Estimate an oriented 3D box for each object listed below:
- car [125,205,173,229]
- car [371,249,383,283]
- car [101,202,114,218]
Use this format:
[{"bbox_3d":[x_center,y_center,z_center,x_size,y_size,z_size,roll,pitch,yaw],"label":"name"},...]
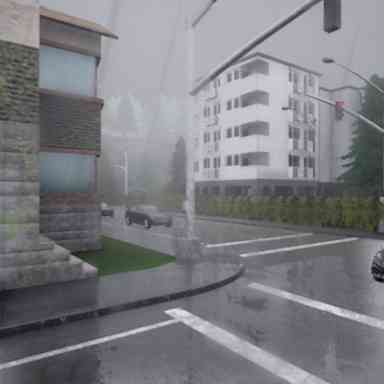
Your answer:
[{"bbox_3d":[-3.143,1.685,23.578,1.837,1.490,4.892,0,0,-35],"label":"car"},{"bbox_3d":[6.552,1.593,8.633,4.674,1.442,1.812,1,-1,-35],"label":"car"},{"bbox_3d":[-9.135,1.659,32.014,1.882,1.535,5.008,0,0,-35],"label":"car"}]
